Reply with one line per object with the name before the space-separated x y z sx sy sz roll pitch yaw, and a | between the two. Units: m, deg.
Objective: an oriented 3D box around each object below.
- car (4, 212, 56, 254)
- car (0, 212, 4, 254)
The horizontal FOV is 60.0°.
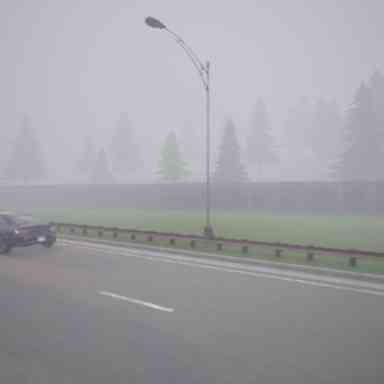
car | -7.347 1.527 13.465 4.674 1.442 1.812 0 0 36
car | -7.906 1.224 9.548 5.566 2.045 2.150 0 0 36
